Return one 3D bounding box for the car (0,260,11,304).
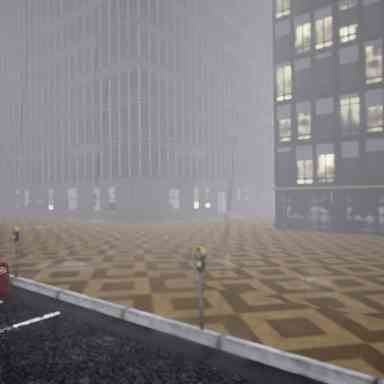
[{"bbox_3d":[-5.477,1.587,6.807,4.507,1.381,1.887,0,-1,36],"label":"car"}]
